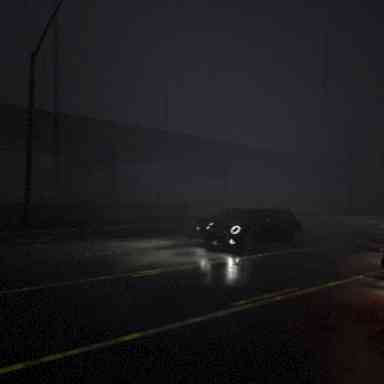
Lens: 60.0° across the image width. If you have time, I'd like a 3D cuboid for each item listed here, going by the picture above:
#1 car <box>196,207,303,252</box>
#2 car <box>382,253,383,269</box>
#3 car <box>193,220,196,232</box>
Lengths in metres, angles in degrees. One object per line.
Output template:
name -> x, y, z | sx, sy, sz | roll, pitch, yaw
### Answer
car -> 2.750, 1.467, 14.511 | 4.553, 1.767, 2.097 | 1, 0, -35
car -> 7.059, 1.717, 8.774 | 4.718, 1.301, 1.895 | 1, 0, -35
car -> 2.314, 1.628, 18.487 | 4.902, 1.511, 2.128 | 1, 0, -35
